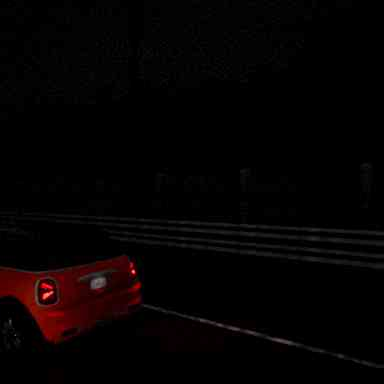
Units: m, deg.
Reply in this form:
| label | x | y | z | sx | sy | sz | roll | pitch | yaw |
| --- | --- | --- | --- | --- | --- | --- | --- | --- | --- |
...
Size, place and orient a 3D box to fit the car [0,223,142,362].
| label | x | y | z | sx | sy | sz | roll | pitch | yaw |
| --- | --- | --- | --- | --- | --- | --- | --- | --- | --- |
| car | -3.134 | 1.406 | 6.234 | 4.553 | 1.767 | 2.097 | -1 | 0 | 36 |
